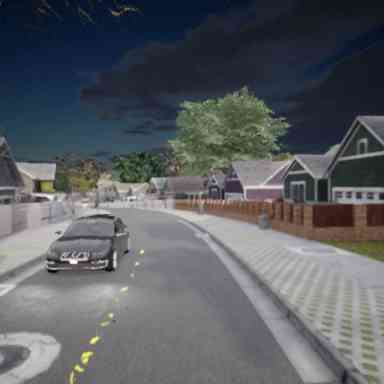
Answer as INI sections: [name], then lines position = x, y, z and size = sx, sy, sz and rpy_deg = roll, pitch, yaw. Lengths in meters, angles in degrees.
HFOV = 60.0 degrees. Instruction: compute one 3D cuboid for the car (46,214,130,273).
[car]
position = -3.183, 1.554, 11.009
size = 1.837, 1.490, 4.892
rpy_deg = 0, 0, -3
